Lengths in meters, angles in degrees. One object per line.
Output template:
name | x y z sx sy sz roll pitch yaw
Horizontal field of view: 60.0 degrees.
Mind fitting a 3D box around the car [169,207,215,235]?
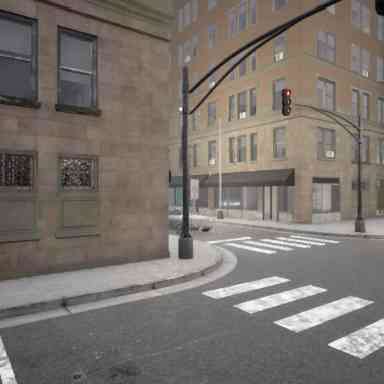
car | -0.840 1.513 18.430 1.895 1.301 4.718 0 0 -36
